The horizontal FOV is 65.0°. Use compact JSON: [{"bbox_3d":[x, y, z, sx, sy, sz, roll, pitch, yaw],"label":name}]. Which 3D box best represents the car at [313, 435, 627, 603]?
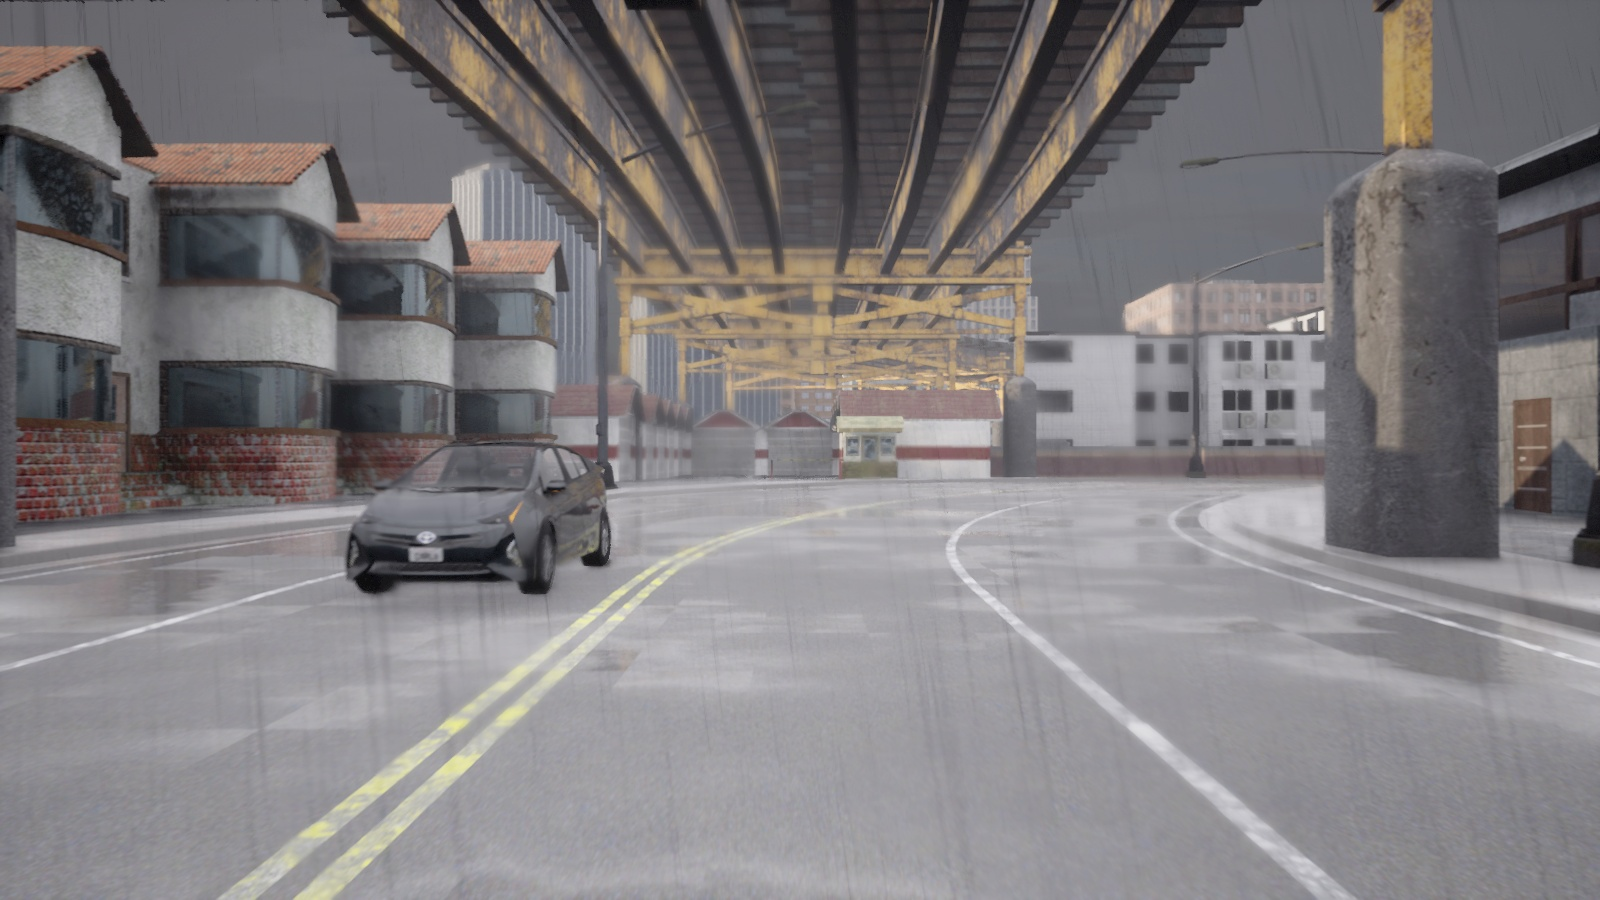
[{"bbox_3d":[-3.339,0.615,13.751,2.007,1.525,4.514,0,0,3],"label":"car"}]
